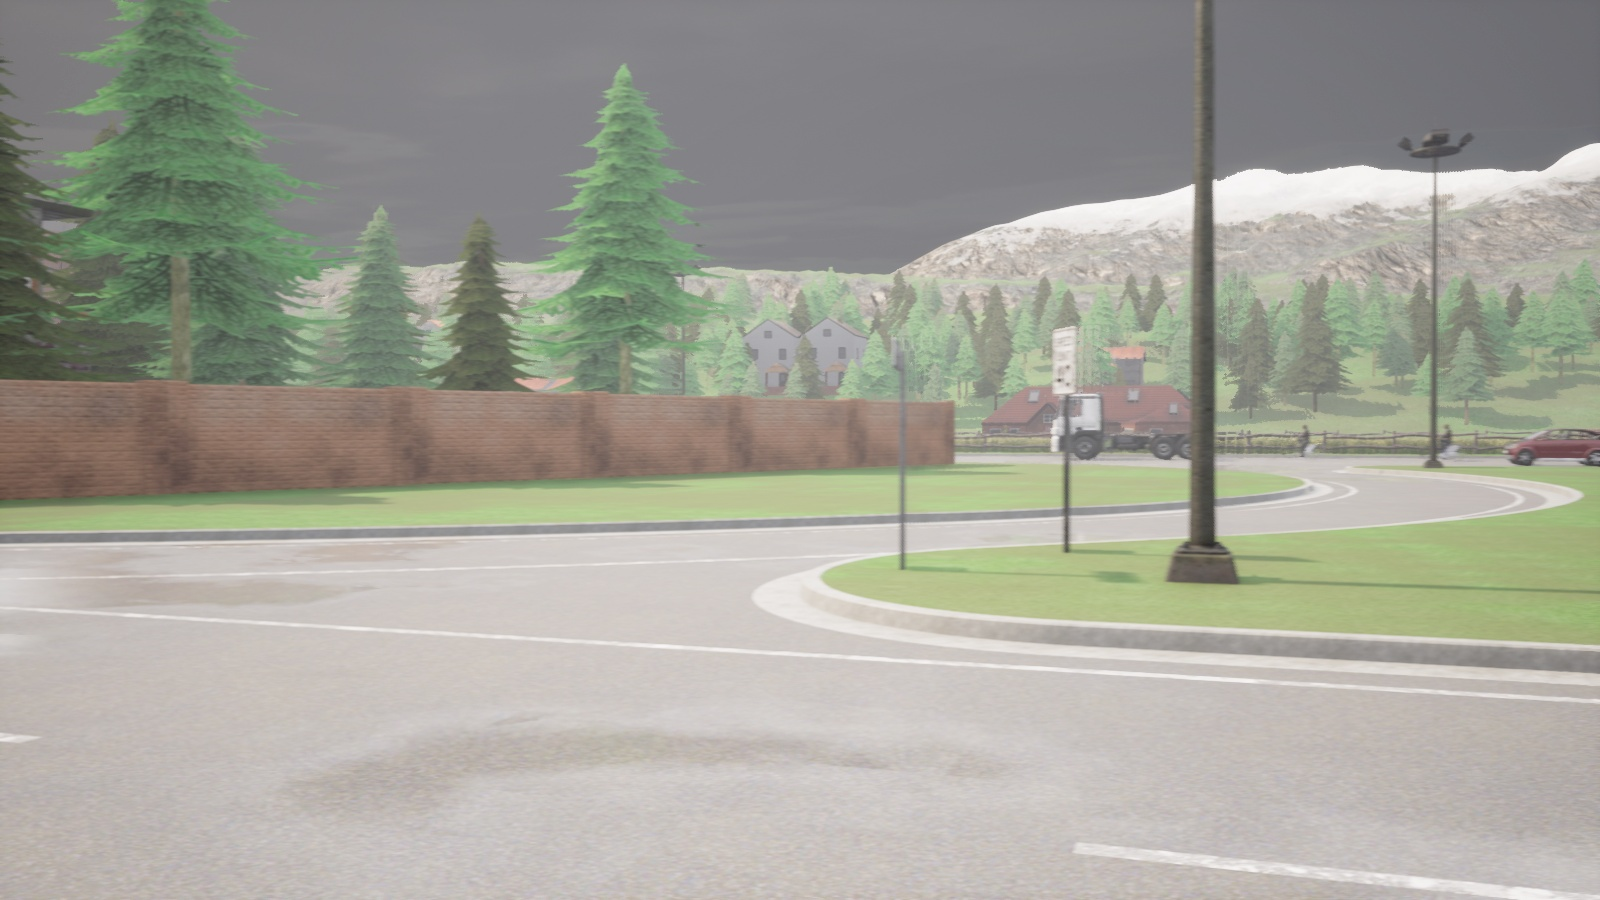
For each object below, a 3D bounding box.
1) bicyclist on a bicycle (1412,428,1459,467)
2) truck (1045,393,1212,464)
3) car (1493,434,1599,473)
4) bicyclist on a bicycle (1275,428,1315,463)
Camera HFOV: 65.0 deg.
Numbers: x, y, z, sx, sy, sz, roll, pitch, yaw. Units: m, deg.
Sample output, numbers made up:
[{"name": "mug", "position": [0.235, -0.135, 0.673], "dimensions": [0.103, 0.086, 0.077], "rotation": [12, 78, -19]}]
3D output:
[{"name": "bicyclist on a bicycle", "position": [29.938, -0.116, 59.174], "dimensions": [1.843, 1.776, 0.659], "rotation": [1, 1, 19]}, {"name": "truck", "position": [16.662, -1.124, 63.668], "dimensions": [7.936, 3.462, 2.891], "rotation": [1, 1, 19]}, {"name": "car", "position": [30.706, 0.125, 51.524], "dimensions": [3.705, 1.549, 1.789], "rotation": [1, 1, 19]}, {"name": "bicyclist on a bicycle", "position": [25.388, -0.232, 64.414], "dimensions": [1.843, 1.776, 0.659], "rotation": [1, 1, 19]}]
